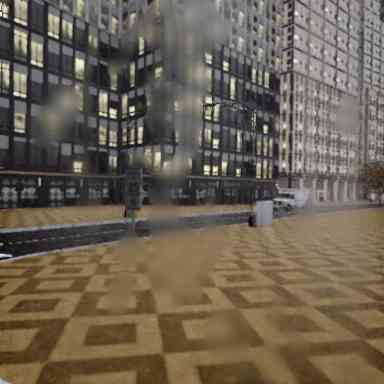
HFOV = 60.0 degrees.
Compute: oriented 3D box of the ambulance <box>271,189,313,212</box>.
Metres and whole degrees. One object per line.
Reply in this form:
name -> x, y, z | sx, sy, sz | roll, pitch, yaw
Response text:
ambulance -> 11.259, 0.846, 37.461 | 2.351, 2.431, 6.366 | 2, 1, 44
